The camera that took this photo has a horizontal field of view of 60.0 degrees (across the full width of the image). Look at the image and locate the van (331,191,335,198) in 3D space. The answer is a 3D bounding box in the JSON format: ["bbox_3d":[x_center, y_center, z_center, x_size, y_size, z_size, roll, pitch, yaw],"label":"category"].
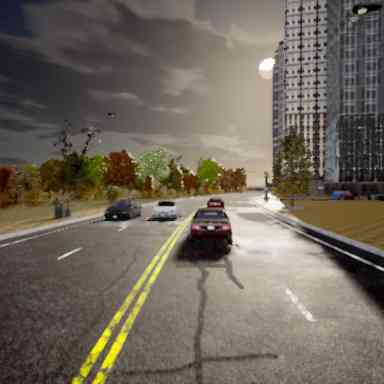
[{"bbox_3d":[34.237,0.670,76.676,3.998,1.788,1.690,0,1,14],"label":"van"}]

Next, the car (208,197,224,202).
[{"bbox_3d":[2.803,1.277,38.991,1.994,1.385,4.181,0,1,6],"label":"car"}]

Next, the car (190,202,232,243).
[{"bbox_3d":[0.874,1.432,15.482,2.033,1.411,5.357,0,0,3],"label":"car"}]

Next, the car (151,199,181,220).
[{"bbox_3d":[-1.897,1.320,25.742,1.812,1.442,4.674,0,0,4],"label":"car"}]

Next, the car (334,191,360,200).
[{"bbox_3d":[32.169,0.860,68.307,4.097,1.590,1.967,0,1,14],"label":"car"}]

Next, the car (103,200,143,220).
[{"bbox_3d":[-5.165,1.327,25.837,2.033,1.411,5.357,0,0,4],"label":"car"}]

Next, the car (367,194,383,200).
[{"bbox_3d":[37.709,0.975,67.012,4.313,1.339,1.947,0,1,14],"label":"car"}]
